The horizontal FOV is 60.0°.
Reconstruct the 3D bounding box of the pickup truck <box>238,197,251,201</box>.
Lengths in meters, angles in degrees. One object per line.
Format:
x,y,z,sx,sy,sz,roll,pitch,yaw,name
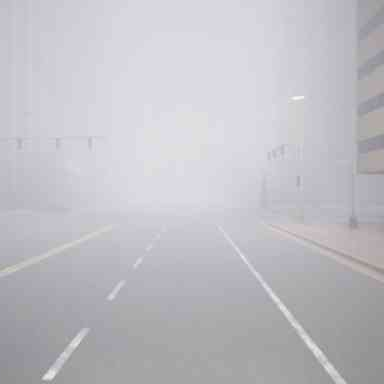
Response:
13.305,1.129,80.993,2.390,2.098,6.274,0,0,31,pickup truck

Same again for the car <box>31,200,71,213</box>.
-15.589,1.588,36.790,4.181,1.385,1.994,0,0,16,car
